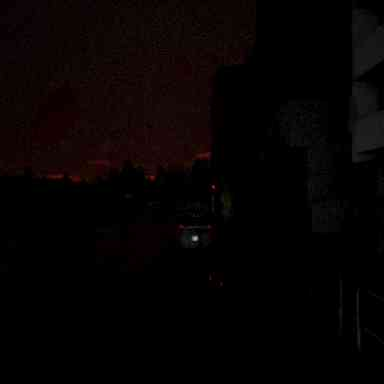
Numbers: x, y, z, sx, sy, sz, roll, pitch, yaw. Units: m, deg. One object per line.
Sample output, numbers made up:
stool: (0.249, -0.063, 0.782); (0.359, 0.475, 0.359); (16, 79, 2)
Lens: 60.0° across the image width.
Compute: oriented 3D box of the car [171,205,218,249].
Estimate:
car: (0.113, 1.540, 14.839); (2.128, 1.511, 4.902); (0, 0, 0)

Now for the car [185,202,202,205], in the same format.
car: (0.123, 1.589, 26.529); (1.837, 1.490, 4.892); (0, 0, 0)
